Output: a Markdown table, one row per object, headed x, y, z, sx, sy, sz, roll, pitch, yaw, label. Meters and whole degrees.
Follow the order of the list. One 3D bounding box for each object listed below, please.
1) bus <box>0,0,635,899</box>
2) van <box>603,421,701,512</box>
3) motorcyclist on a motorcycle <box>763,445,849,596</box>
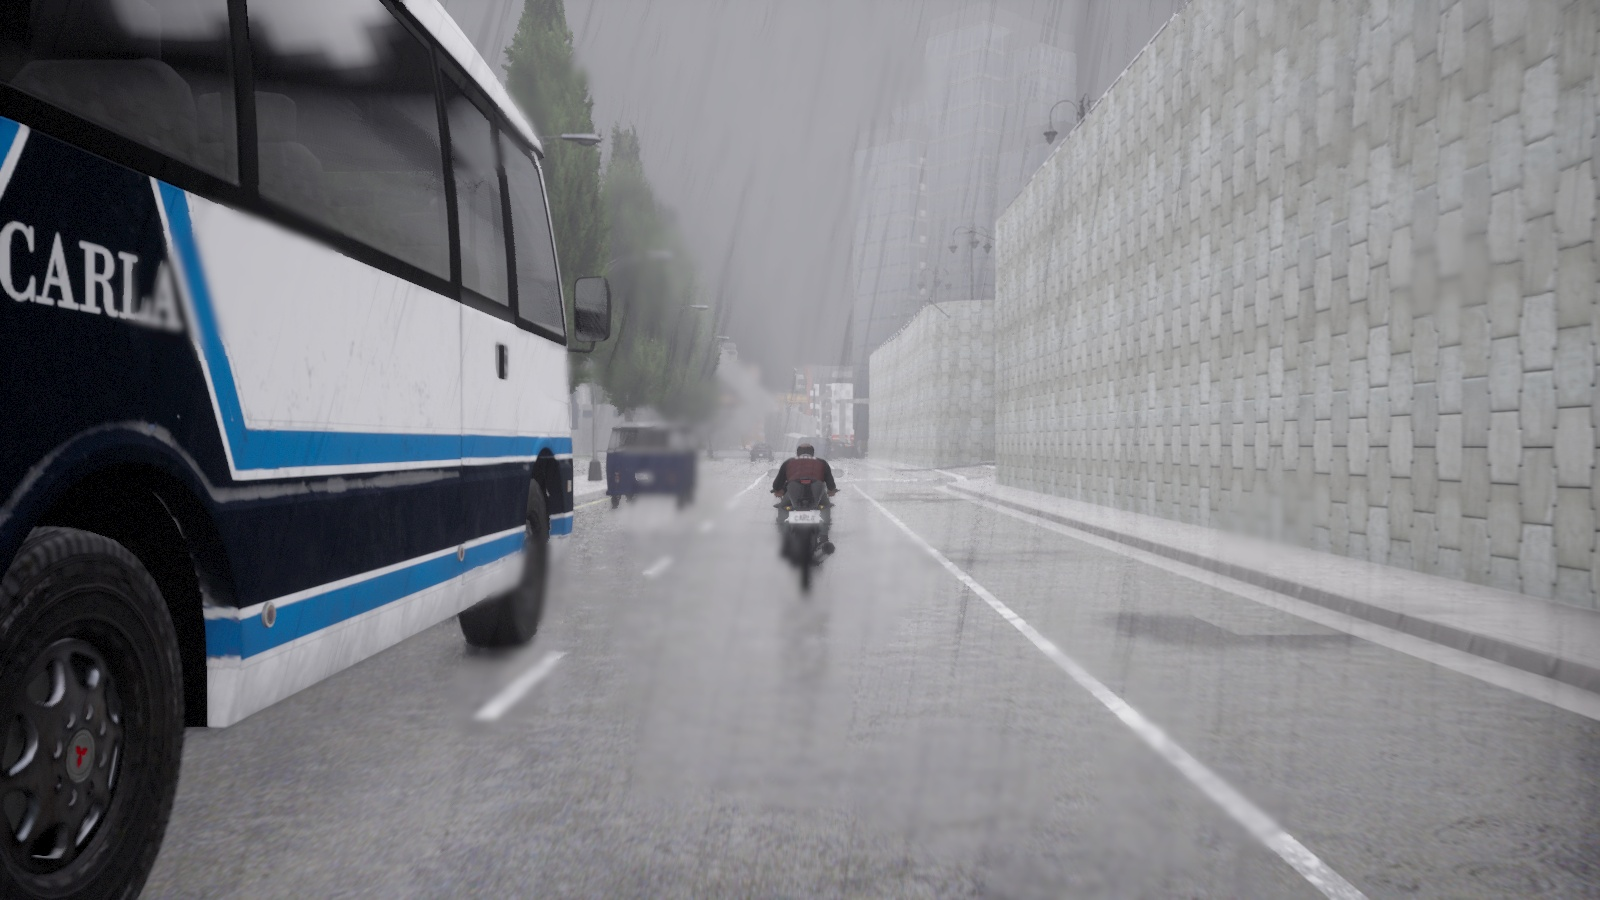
| x | y | z | sx | sy | sz | roll | pitch | yaw | label |
| --- | --- | --- | --- | --- | --- | --- | --- | --- | --- |
| -3.461 | -0.665 | 6.089 | 3.944 | 4.253 | 10.273 | 0 | 0 | 0 | bus |
| -3.395 | 0.340 | 29.582 | 1.775 | 1.987 | 4.442 | 0 | 0 | 0 | van |
| 0.060 | 0.709 | 13.786 | 0.866 | 1.530 | 2.191 | 0 | 0 | 0 | motorcyclist on a motorcycle |
